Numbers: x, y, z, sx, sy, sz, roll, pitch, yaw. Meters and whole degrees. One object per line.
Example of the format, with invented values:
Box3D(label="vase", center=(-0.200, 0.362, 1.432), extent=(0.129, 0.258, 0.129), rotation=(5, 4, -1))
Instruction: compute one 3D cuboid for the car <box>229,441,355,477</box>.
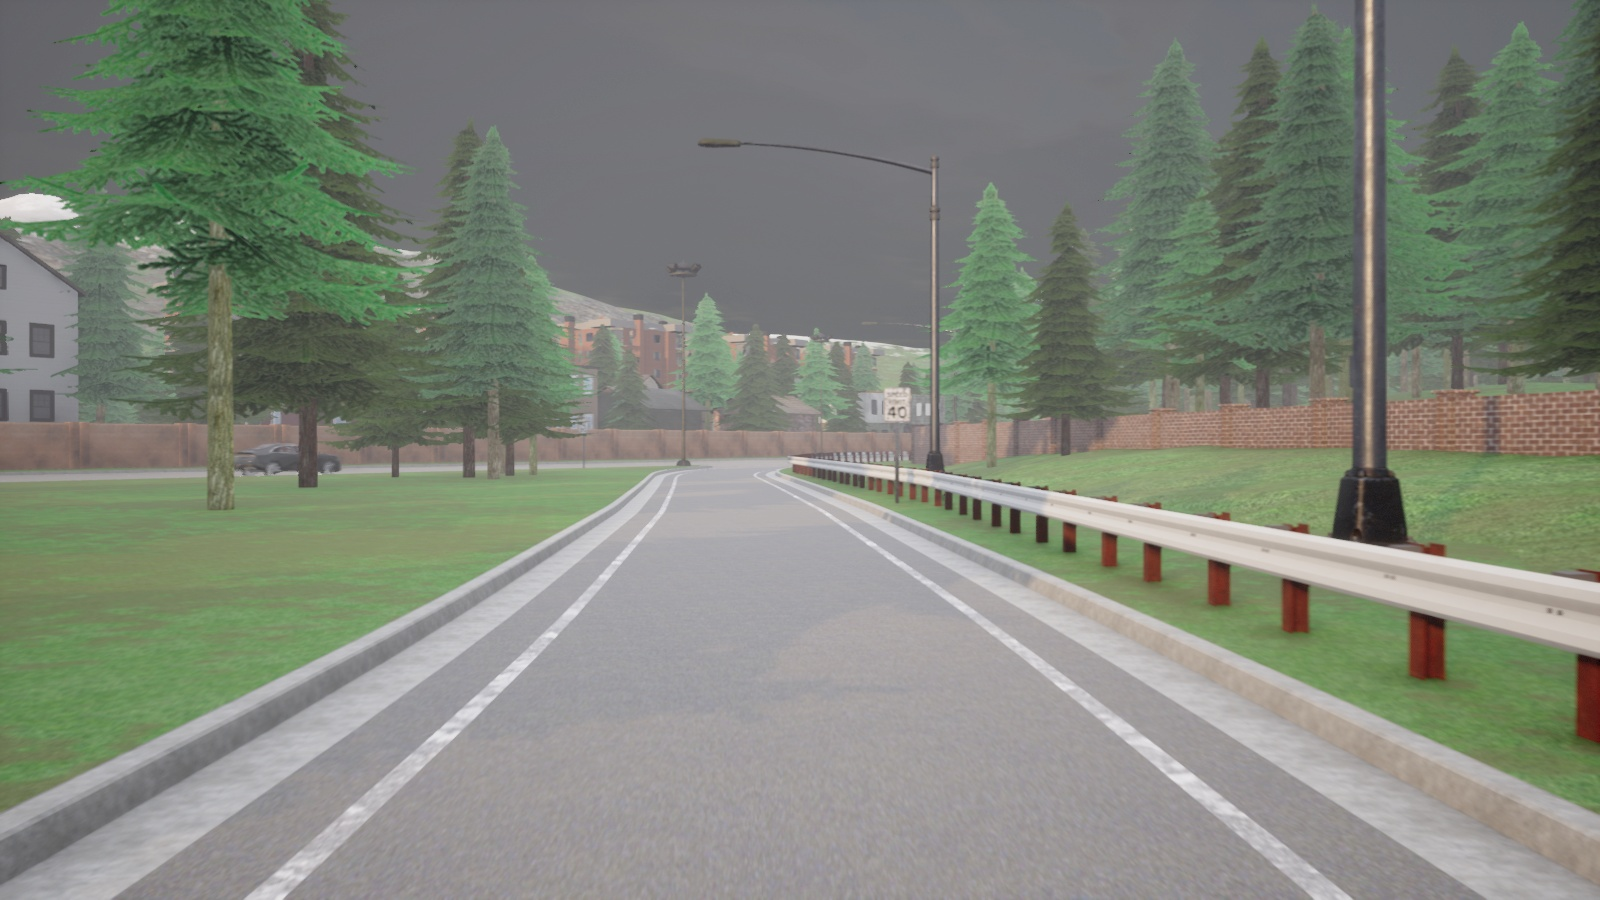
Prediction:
Box3D(label="car", center=(-22.750, 0.372, 56.426), extent=(2.128, 1.511, 4.902), rotation=(0, 0, 33))
